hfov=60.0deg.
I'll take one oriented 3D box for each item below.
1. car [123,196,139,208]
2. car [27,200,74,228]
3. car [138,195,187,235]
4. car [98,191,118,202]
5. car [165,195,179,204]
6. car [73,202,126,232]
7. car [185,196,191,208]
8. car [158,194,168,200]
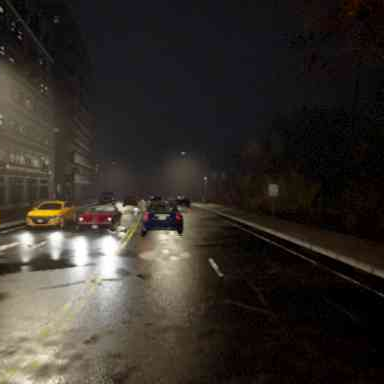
[{"bbox_3d":[-8.041,1.208,43.825,1.882,1.535,5.008,0,0,-7],"label":"car"},{"bbox_3d":[-8.624,1.309,20.815,1.882,1.535,5.008,1,0,-6],"label":"car"},{"bbox_3d":[-1.627,1.260,18.152,2.097,1.767,4.553,1,0,-6],"label":"car"},{"bbox_3d":[-11.617,0.911,46.241,2.150,2.045,5.566,0,0,-8],"label":"car"},{"bbox_3d":[-3.583,1.245,59.014,2.033,1.411,5.357,0,0,-9],"label":"car"},{"bbox_3d":[-5.200,1.470,19.300,1.895,1.301,4.718,1,0,-6],"label":"car"},{"bbox_3d":[-1.311,1.286,43.440,2.128,1.511,4.902,0,0,-7],"label":"car"},{"bbox_3d":[-6.810,1.125,77.198,1.994,1.385,4.181,0,0,-11],"label":"car"}]
